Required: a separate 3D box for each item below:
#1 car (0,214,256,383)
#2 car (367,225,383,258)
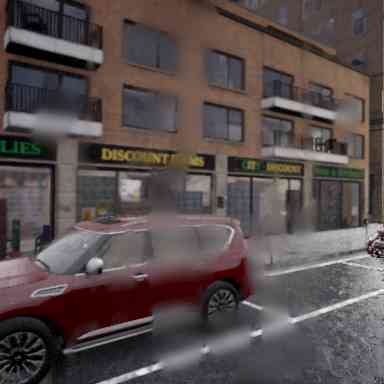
[{"bbox_3d":[-1.152,1.336,5.367,5.009,1.841,2.192,1,0,-36],"label":"car"},{"bbox_3d":[8.092,1.574,11.973,4.097,1.590,1.967,1,0,-36],"label":"car"}]
